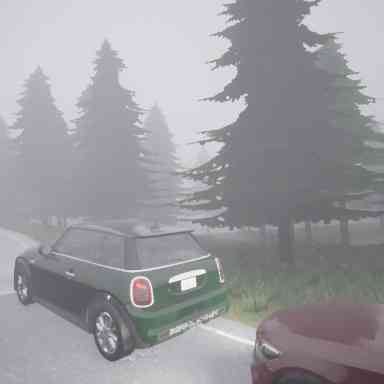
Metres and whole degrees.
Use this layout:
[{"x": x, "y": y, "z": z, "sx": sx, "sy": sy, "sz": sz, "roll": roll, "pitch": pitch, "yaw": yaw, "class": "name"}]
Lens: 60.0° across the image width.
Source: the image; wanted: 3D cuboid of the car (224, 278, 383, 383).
[{"x": 2.753, "y": 1.531, "z": 2.593, "sx": 4.674, "sy": 1.442, "sz": 1.812, "roll": 1, "pitch": 0, "yaw": 36, "class": "car"}]

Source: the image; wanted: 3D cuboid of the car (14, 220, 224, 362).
[{"x": -1.577, "y": 1.308, "z": 6.213, "sx": 4.553, "sy": 1.767, "sz": 2.097, "roll": 1, "pitch": 1, "yaw": 44, "class": "car"}]
